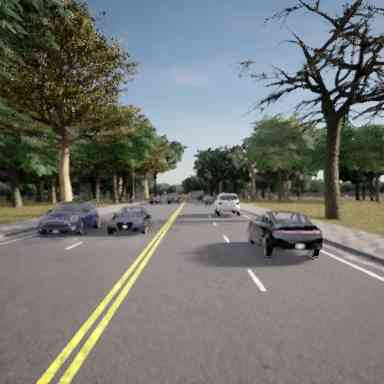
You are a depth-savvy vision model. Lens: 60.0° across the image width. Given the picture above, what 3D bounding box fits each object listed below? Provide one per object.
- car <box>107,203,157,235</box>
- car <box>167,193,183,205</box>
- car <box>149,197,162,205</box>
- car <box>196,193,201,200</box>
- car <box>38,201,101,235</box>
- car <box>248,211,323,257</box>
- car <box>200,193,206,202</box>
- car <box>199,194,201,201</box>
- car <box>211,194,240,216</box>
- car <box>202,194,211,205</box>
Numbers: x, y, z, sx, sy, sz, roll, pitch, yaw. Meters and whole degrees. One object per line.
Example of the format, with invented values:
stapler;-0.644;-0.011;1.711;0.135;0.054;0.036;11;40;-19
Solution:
car;-3.354;1.530;18.549;1.994;1.385;4.181;0;0;0
car;-3.297;1.224;60.197;2.150;2.045;5.566;0;0;1
car;-6.539;1.549;60.155;2.033;1.411;5.357;0;0;1
car;3.035;1.350;90.189;2.150;2.045;5.566;0;0;-2
car;-6.603;1.318;18.325;2.097;1.767;4.553;0;0;0
car;3.346;1.463;12.718;2.128;1.511;4.902;0;0;0
car;3.232;1.486;68.206;1.801;1.575;5.366;0;0;0
car;3.224;1.675;79.071;1.895;1.301;4.718;0;0;0
car;3.341;1.183;32.456;2.150;2.045;5.566;0;0;0
car;3.235;1.484;57.013;2.128;1.511;4.902;0;0;0
